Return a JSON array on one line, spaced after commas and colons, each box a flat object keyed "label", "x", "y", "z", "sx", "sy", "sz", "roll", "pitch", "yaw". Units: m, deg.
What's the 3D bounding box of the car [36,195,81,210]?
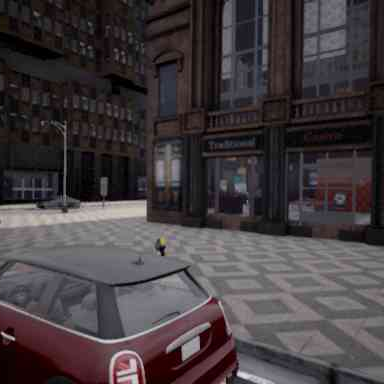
[{"label": "car", "x": -13.337, "y": 1.043, "z": 33.326, "sx": 1.994, "sy": 1.385, "sz": 4.181, "roll": 1, "pitch": 1, "yaw": 35}]

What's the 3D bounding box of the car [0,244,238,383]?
[{"label": "car", "x": -1.589, "y": 1.384, "z": 4.093, "sx": 4.097, "sy": 1.590, "sz": 1.967, "roll": 1, "pitch": 1, "yaw": 35}]
